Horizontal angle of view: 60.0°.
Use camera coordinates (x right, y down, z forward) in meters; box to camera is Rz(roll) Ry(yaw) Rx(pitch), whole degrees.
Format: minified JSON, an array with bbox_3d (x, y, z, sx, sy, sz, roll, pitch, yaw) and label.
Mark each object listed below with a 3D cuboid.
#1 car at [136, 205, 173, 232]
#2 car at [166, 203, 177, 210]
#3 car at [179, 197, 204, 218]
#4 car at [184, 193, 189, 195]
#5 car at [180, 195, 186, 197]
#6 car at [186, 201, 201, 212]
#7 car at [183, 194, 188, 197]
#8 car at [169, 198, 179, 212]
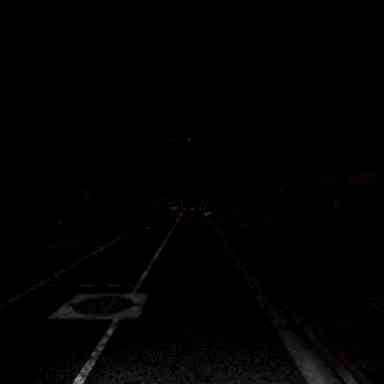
[{"bbox_3d":[-2.591,1.822,22.208,1.947,1.339,4.313,0,-1,0],"label":"car"},{"bbox_3d":[-2.575,1.863,27.749,1.947,1.339,4.313,0,0,0],"label":"car"},{"bbox_3d":[0.143,1.676,34.047,2.097,1.767,4.553,0,0,3],"label":"car"},{"bbox_3d":[-2.427,1.674,83.120,1.887,1.381,4.507,1,1,0],"label":"car"},{"bbox_3d":[-2.501,1.746,55.434,1.967,1.590,4.097,0,0,0],"label":"car"},{"bbox_3d":[0.184,1.925,44.536,1.895,1.301,4.718,0,0,0],"label":"car"},{"bbox_3d":[-2.457,1.782,72.048,2.008,1.369,4.403,1,0,0],"label":"car"},{"bbox_3d":[-2.529,1.906,44.368,1.802,1.307,4.206,0,0,0],"label":"car"}]
